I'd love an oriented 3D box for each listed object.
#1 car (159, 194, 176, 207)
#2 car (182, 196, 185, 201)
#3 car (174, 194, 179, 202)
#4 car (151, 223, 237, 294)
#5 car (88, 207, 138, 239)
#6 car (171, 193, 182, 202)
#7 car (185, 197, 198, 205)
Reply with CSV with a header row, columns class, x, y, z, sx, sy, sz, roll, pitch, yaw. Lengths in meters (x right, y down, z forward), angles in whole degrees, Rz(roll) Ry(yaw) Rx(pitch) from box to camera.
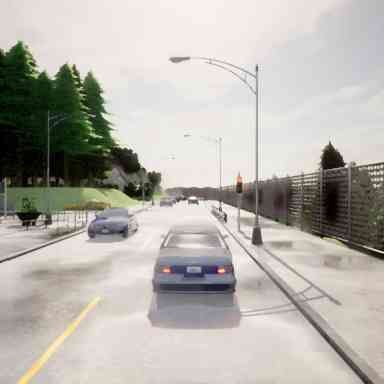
class,x,y,z,sx,sy,sz,roll,pitch,yaw
car,-3.997,1.504,52.486,1.837,1.490,4.892,0,0,0
car,-3.646,1.539,86.777,5.357,1.411,2.033,0,0,40
car,-3.949,1.525,62.383,1.812,1.442,4.674,0,0,1
car,0.063,1.547,8.936,2.033,1.411,5.357,0,0,1
car,-3.975,1.525,17.489,1.812,1.442,4.674,0,0,0
car,-3.868,1.224,72.788,2.150,2.045,5.566,0,0,0
car,0.212,1.546,60.942,2.033,1.411,5.357,0,0,0
